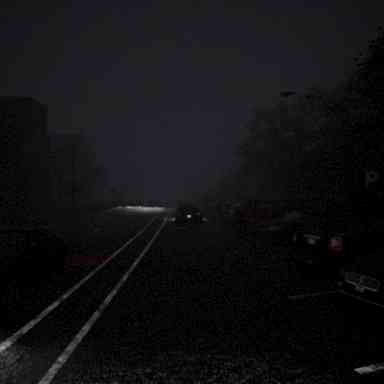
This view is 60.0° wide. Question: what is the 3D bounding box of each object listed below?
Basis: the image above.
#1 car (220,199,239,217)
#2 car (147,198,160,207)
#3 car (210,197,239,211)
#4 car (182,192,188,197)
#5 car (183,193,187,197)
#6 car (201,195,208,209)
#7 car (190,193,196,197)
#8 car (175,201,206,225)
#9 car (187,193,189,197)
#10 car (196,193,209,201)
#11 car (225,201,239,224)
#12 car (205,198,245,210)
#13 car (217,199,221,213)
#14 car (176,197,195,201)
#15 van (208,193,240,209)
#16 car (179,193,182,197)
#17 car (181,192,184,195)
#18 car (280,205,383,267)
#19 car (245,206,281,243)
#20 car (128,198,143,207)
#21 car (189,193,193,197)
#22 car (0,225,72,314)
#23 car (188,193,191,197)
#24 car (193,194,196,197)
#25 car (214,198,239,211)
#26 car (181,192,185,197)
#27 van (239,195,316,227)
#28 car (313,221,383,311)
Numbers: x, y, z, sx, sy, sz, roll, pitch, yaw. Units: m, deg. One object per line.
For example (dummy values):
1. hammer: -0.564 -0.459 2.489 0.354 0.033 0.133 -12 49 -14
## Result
1. car: 5.153 1.523 24.726 5.366 1.575 1.946 1 0 -22
2. car: -5.837 1.617 50.991 1.895 1.301 4.718 0 0 -3
3. car: 4.662 1.550 33.524 4.674 1.452 2.002 1 0 -23
4. car: 0.857 1.545 83.879 5.008 1.535 2.097 1 -1 -26
5. car: 1.191 1.537 80.920 5.008 1.535 2.097 1 0 -26
6. car: 4.225 1.496 39.385 5.366 1.575 1.946 1 0 -23
7. car: 2.816 1.529 63.162 4.792 1.488 2.163 1 0 -25
8. car: -0.252 1.602 24.448 1.994 1.385 4.181 0 0 -2
9. car: 2.075 1.515 72.052 5.008 1.535 2.097 1 0 -26
10. car: 3.932 1.243 48.372 5.566 2.045 2.435 1 0 -24
11. car: 5.054 1.525 21.688 5.008 1.535 2.097 1 0 -22
12. car: 4.245 1.538 42.425 4.674 1.452 2.002 1 0 -23
13. car: 4.877 1.560 27.626 4.674 1.452 2.002 1 0 -22
14. car: -0.976 1.615 41.945 1.895 1.301 4.718 0 0 -3
15. van: 4.432 1.278 36.443 4.442 1.987 1.878 1 0 -23
16. car: -0.164 1.570 92.733 5.008 1.535 2.097 1 0 -27
17. car: 0.223 1.437 89.791 4.553 1.767 2.185 1 0 -27
18. car: 5.237 1.389 9.794 4.553 1.767 2.185 1 0 -21
19. car: 5.187 1.563 15.744 4.674 1.452 2.002 1 0 -21
20. car: -8.686 1.583 51.553 1.994 1.385 4.181 0 0 -3
21. car: 2.591 1.504 66.137 5.008 1.535 2.097 1 0 -25
22. car: -4.291 1.551 7.779 1.812 1.442 4.674 0 0 -1
23. car: 2.307 1.383 69.088 4.553 1.767 2.185 1 0 -25
24. car: 3.314 1.496 57.247 4.892 1.521 2.231 1 0 -24
25. car: 4.758 1.555 30.571 4.674 1.452 2.002 0 1 -22
26. car: 0.701 1.553 86.915 5.366 1.575 1.946 1 -1 -27
27. van: 5.239 1.301 18.764 4.442 1.987 1.878 1 0 -21
28. car: 5.294 1.510 6.831 4.892 1.521 2.231 1 0 -20
